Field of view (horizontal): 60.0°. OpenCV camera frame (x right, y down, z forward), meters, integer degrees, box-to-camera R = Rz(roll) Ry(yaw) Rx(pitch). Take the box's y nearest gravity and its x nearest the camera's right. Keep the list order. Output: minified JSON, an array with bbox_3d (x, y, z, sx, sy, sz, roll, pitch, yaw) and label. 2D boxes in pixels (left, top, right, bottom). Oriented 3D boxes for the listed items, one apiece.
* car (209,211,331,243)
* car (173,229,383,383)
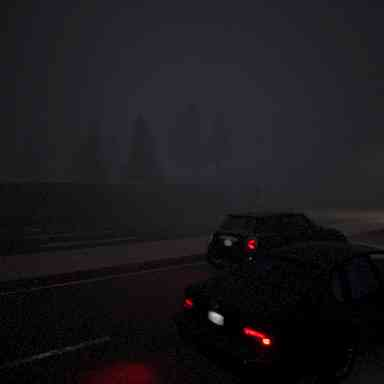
[{"bbox_3d":[2.676,1.353,9.958,4.553,1.767,2.097,0,0,-35],"label":"car"},{"bbox_3d":[2.322,1.547,5.402,5.357,1.411,2.033,0,0,-35],"label":"car"}]
